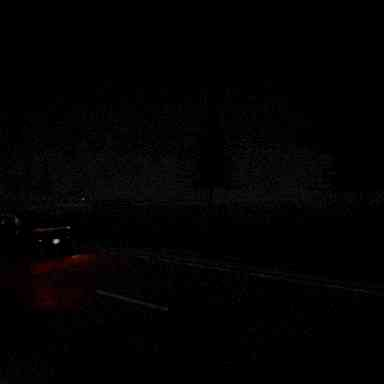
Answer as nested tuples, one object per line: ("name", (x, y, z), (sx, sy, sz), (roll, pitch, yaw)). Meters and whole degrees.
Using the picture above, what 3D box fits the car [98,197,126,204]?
("car", (-14.402, 1.651, 61.253), (1.895, 1.301, 4.718), (0, 0, 35))

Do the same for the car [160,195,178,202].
("car", (-5.080, 1.503, 74.492), (2.128, 1.511, 4.902), (0, 0, 36))

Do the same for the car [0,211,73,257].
("car", (-6.699, 1.505, 13.026), (4.902, 1.511, 2.128), (0, 0, 36))

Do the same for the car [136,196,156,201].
("car", (-10.854, 1.538, 78.452), (2.033, 1.411, 5.357), (0, 0, 36))

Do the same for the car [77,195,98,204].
("car", (-20.233, 1.413, 65.078), (2.097, 1.767, 4.553), (0, 0, 35))
